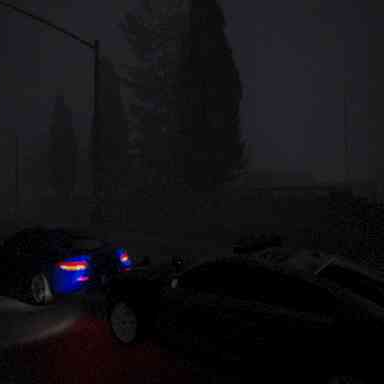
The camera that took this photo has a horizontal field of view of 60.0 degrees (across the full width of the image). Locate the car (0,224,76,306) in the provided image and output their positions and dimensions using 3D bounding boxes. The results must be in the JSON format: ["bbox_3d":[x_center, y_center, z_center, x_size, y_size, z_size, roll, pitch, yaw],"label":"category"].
[{"bbox_3d":[-3.385,1.505,7.983,4.674,1.442,1.812,0,0,41],"label":"car"}]

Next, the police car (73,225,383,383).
[{"bbox_3d":[0.765,1.437,4.621,5.238,1.638,1.930,1,0,37],"label":"police car"}]
